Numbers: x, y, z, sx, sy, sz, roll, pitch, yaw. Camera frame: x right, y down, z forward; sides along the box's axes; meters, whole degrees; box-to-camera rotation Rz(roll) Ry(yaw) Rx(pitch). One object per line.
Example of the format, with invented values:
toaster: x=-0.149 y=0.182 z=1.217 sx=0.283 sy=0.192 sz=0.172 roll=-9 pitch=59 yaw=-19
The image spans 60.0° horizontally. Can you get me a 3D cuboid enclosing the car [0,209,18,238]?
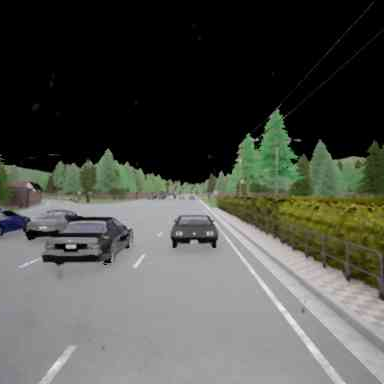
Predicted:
car: x=-10.400 y=1.603 z=17.769 sx=1.812 sy=1.442 sz=4.674 roll=0 pitch=0 yaw=0

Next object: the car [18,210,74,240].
car: x=-6.900 y=1.640 z=17.442 sx=1.994 sy=1.385 sz=4.181 roll=0 pitch=0 yaw=0

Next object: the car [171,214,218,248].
car: x=0.099 y=1.667 z=15.188 sx=1.895 sy=1.301 sz=4.718 roll=0 pitch=0 yaw=0

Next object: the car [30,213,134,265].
car: x=-3.404 y=1.599 z=11.877 sx=2.033 sy=1.411 sz=5.357 roll=0 pitch=0 yaw=0
